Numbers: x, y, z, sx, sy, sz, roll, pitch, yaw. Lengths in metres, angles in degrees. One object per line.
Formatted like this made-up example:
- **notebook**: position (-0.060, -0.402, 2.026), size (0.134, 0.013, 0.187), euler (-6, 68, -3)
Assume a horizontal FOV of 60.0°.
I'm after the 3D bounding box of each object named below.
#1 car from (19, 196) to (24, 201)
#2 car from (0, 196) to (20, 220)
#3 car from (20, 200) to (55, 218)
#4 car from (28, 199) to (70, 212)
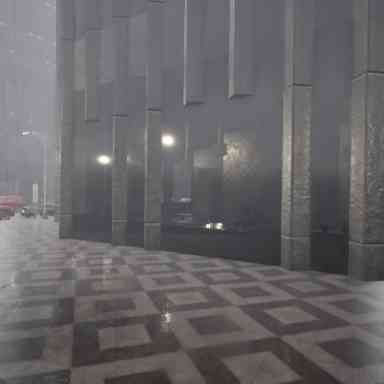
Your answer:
- **car**: position (-20.775, 1.353, 36.328), size (2.192, 1.841, 5.009), euler (1, 0, 36)
- **car**: position (-17.118, 1.463, 26.776), size (2.192, 1.841, 5.009), euler (1, 0, 36)
- **car**: position (-13.844, 1.742, 31.372), size (1.947, 1.339, 4.313), euler (1, 0, 36)
- **car**: position (-17.502, 1.634, 40.923), size (1.947, 1.339, 4.313), euler (1, 0, 36)
